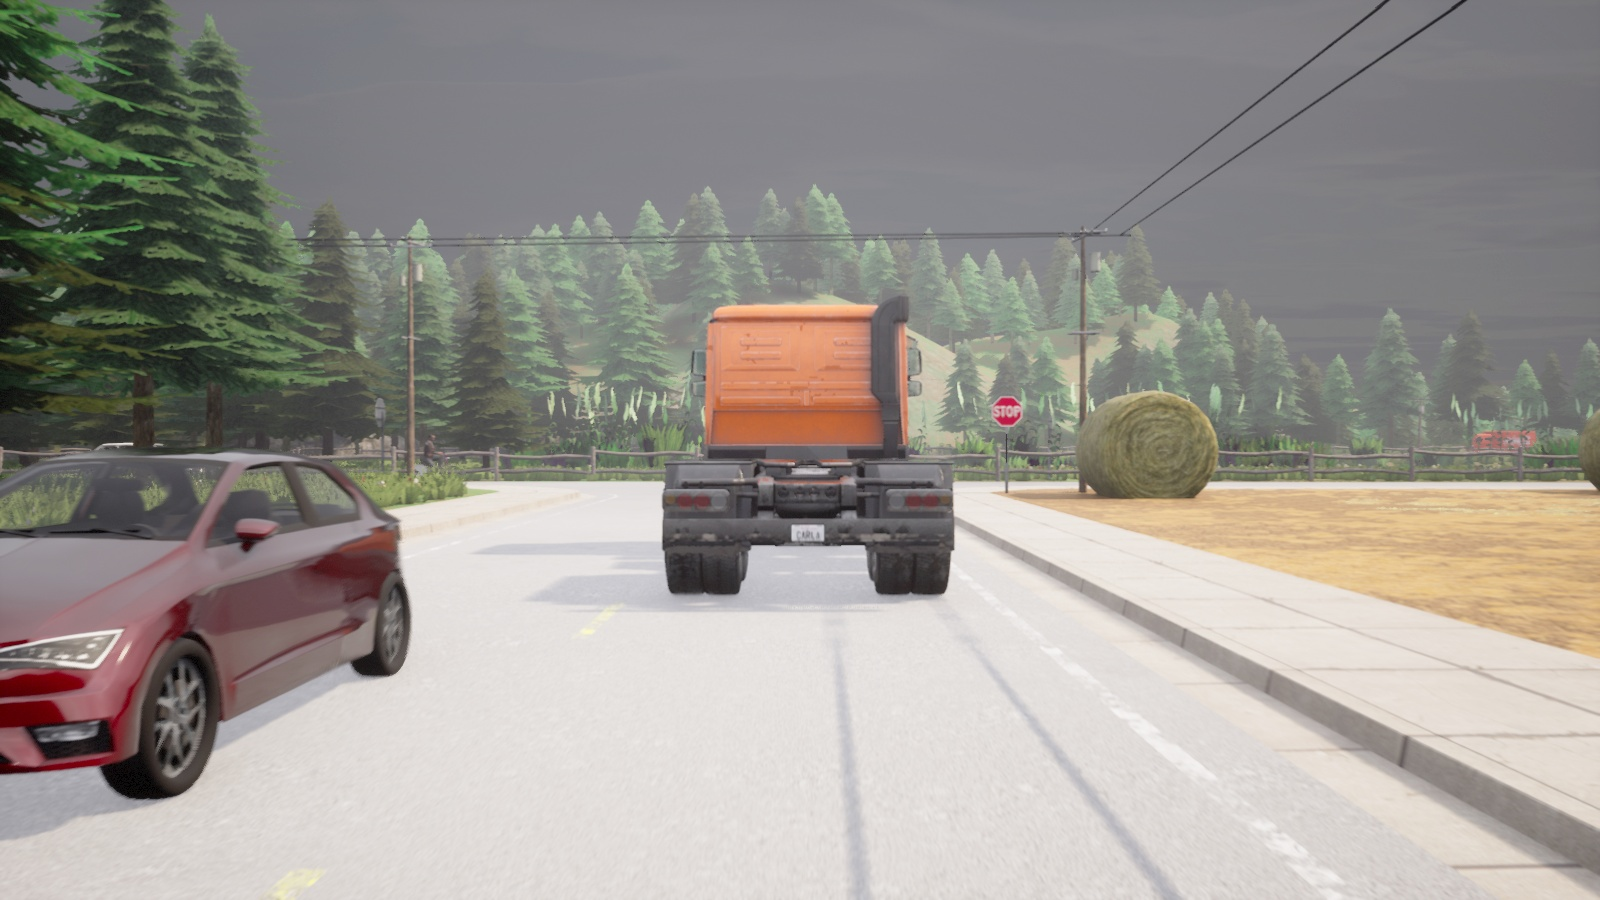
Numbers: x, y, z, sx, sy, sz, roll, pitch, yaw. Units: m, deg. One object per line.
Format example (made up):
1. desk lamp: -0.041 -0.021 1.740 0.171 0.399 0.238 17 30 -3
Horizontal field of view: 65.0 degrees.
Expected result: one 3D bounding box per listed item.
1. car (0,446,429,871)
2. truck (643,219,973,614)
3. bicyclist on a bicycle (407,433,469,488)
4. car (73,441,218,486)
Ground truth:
1. car: -3.455 0.721 6.486 1.816 1.474 4.193 0 0 0
2. truck: 0.084 -0.319 14.980 2.891 3.462 7.936 0 0 0
3. bicyclist on a bicycle: -11.942 0.339 41.449 1.843 1.776 0.659 0 0 3
4. car: -21.818 0.423 41.949 3.806 1.475 1.970 0 0 3
